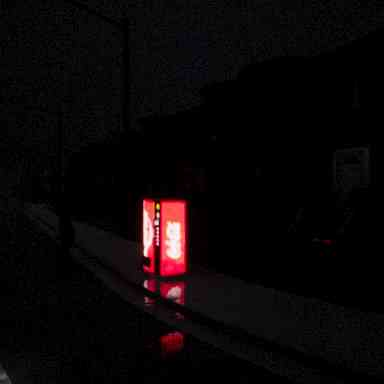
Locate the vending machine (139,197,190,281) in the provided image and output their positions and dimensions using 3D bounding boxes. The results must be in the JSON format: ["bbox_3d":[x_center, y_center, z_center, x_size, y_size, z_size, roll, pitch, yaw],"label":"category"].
[{"bbox_3d":[-0.743,1.184,8.969,1.100,2.100,0.880,0,0,-30],"label":"vending machine"}]

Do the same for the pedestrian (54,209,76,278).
[{"bbox_3d":[-3.326,1.278,8.699,0.375,1.860,0.375,0,0,-30],"label":"pedestrian"}]
